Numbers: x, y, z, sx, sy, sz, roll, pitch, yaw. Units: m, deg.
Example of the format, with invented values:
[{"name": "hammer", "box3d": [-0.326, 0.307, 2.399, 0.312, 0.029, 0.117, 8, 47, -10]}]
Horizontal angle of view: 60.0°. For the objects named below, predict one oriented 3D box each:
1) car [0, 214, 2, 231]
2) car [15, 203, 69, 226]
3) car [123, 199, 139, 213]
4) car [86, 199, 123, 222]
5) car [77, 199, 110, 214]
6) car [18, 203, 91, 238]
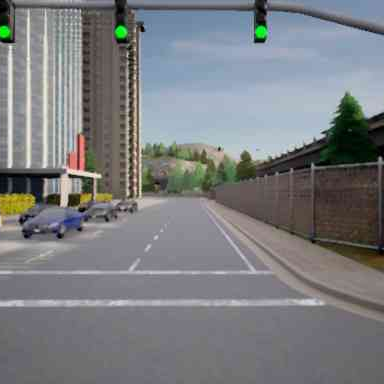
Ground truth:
[{"name": "car", "box3d": [-10.602, 1.454, 14.884, 1.882, 1.535, 5.008, 0, 0, 0]}, {"name": "car", "box3d": [-10.593, 1.547, 23.877, 1.994, 1.385, 4.181, 0, 0, 1]}, {"name": "car", "box3d": [-7.088, 1.483, 36.517, 2.128, 1.511, 4.902, 0, 0, 0]}, {"name": "car", "box3d": [-7.099, 1.512, 26.439, 1.812, 1.442, 4.674, 0, 0, 0]}, {"name": "car", "box3d": [-10.595, 1.538, 36.126, 2.033, 1.411, 5.357, 0, 0, 0]}, {"name": "car", "box3d": [-7.100, 1.506, 17.566, 1.812, 1.442, 4.674, 0, 0, 0]}]
